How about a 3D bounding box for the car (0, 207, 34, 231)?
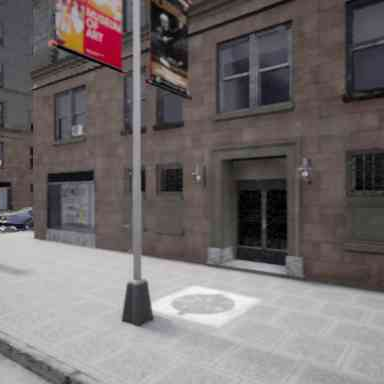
[{"bbox_3d":[-9.333,1.598,21.352,2.033,1.411,5.357,0,0,44],"label":"car"}]
